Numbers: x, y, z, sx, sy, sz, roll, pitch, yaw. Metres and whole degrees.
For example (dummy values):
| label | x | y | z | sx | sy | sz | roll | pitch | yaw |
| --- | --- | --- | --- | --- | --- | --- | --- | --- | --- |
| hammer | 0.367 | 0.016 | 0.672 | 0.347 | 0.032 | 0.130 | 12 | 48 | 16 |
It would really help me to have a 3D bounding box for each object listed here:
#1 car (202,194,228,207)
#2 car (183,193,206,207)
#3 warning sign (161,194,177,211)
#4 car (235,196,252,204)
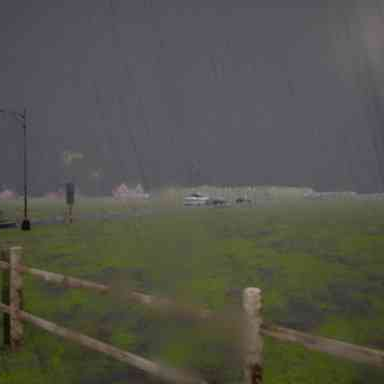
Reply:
| label | x | y | z | sx | sy | sz | roll | pitch | yaw |
| --- | --- | --- | --- | --- | --- | --- | --- | --- | --- |
| car | 3.914 | 1.442 | 51.229 | 1.882 | 1.535 | 5.008 | -1 | -1 | 32 |
| car | 0.733 | 1.227 | 51.476 | 2.150 | 2.045 | 5.566 | -1 | -1 | 31 |
| warning sign | -2.462 | 1.114 | 35.915 | 1.300 | 1.860 | 1.060 | -1 | -1 | 31 |
| car | 9.370 | 1.457 | 60.413 | 1.812 | 1.442 | 4.674 | -1 | 0 | 31 |
